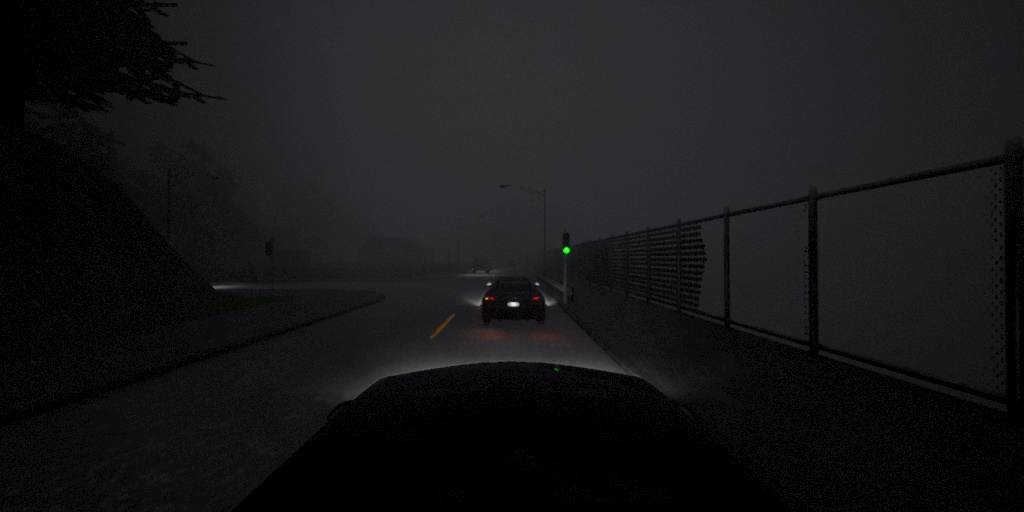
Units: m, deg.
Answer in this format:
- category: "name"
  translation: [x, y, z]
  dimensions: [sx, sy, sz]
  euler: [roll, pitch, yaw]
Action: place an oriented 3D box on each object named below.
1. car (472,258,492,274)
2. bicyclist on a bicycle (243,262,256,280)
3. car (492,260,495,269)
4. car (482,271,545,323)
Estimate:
- category: "car"
  translation: [-4.305, 1.347, 49.917]
  dimensions: [2.150, 2.045, 5.566]
  euler: [0, 0, 0]
- category: "bicyclist on a bicycle"
  translation: [-23.927, 1.342, 32.673]
  dimensions: [0.582, 1.620, 1.656]
  euler: [0, 0, 0]
- category: "car"
  translation: [-4.329, 1.728, 59.832]
  dimensions: [1.812, 1.442, 4.674]
  euler: [0, 0, 0]
- category: "car"
  translation: [0.044, 1.398, 12.466]
  dimensions: [1.994, 1.385, 4.181]
  euler: [0, 0, 0]
